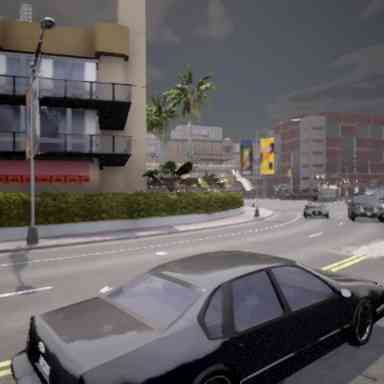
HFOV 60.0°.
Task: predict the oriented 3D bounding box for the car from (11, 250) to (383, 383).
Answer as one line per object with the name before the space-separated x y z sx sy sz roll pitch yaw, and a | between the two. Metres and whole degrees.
car | 0.661 1.552 4.489 5.357 1.411 2.033 0 0 -39

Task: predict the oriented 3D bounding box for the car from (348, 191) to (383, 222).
car | 13.579 1.190 26.141 2.150 2.045 5.566 0 0 22

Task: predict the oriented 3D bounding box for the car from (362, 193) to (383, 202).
car | 37.849 1.159 68.894 2.185 1.767 4.553 0 0 -14

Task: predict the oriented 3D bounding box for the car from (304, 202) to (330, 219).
car | 10.777 1.551 28.756 1.994 1.385 4.181 0 0 20
